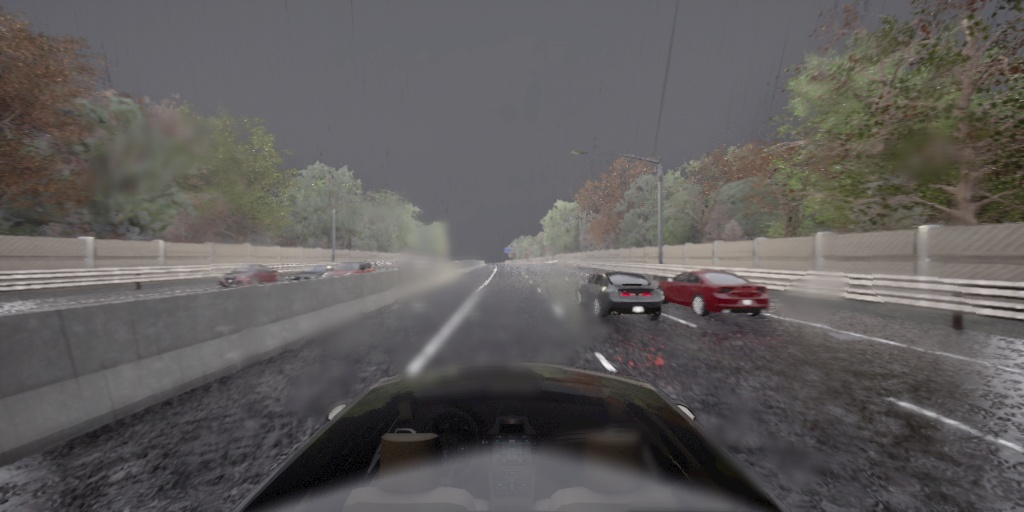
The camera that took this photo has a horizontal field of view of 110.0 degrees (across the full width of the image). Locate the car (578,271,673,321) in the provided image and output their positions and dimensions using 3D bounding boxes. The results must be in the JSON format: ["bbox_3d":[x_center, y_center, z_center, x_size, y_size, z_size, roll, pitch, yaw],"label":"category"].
[{"bbox_3d":[3.571,1.274,12.598,1.837,1.490,4.892,0,0,0],"label":"car"}]

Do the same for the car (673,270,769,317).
[{"bbox_3d":[7.068,1.243,13.268,1.882,1.535,5.008,0,0,0],"label":"car"}]

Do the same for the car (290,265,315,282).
[{"bbox_3d":[-14.248,1.369,26.892,2.033,1.411,5.357,0,0,-1],"label":"car"}]

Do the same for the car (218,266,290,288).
[{"bbox_3d":[-17.717,1.385,24.570,1.994,1.385,4.181,0,0,0],"label":"car"}]

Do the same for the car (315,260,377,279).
[{"bbox_3d":[-10.713,1.163,23.948,2.097,1.767,4.553,0,0,-1],"label":"car"}]
